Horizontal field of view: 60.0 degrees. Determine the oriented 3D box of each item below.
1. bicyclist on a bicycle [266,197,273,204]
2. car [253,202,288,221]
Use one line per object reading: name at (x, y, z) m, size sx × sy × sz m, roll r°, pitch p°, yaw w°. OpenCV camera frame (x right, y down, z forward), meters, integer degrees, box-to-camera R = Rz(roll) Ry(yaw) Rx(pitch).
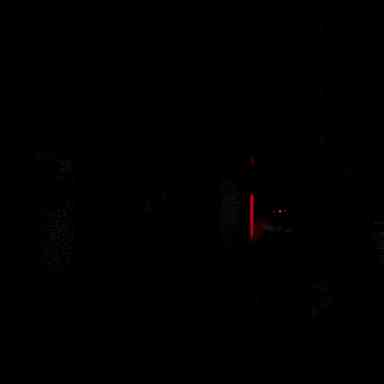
bicyclist on a bicycle at (7.416, 1.335, 32.129) m, size 1.656 × 1.620 × 0.582 m, roll 0°, pitch 0°, yaw -36°
car at (5.359, 1.536, 27.473) m, size 2.033 × 1.411 × 5.357 m, roll 0°, pitch 0°, yaw -32°
